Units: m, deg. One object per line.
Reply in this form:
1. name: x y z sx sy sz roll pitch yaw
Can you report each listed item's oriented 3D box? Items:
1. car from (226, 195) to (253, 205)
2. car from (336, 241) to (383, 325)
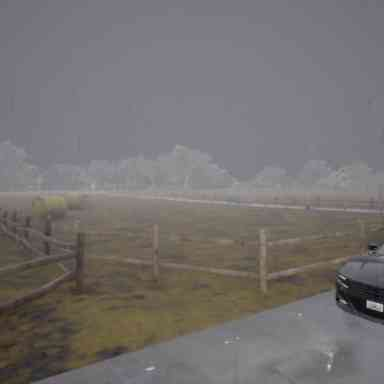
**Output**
1. car: 7.508 1.195 52.357 2.128 1.511 4.902 1 0 -35
2. car: 4.805 1.448 6.494 5.008 1.535 1.882 0 0 -35
